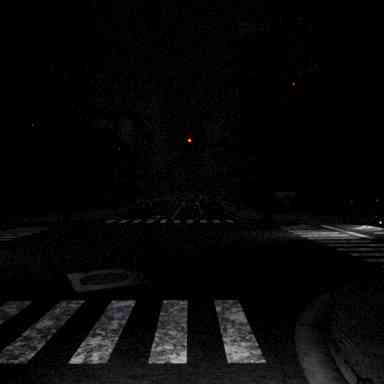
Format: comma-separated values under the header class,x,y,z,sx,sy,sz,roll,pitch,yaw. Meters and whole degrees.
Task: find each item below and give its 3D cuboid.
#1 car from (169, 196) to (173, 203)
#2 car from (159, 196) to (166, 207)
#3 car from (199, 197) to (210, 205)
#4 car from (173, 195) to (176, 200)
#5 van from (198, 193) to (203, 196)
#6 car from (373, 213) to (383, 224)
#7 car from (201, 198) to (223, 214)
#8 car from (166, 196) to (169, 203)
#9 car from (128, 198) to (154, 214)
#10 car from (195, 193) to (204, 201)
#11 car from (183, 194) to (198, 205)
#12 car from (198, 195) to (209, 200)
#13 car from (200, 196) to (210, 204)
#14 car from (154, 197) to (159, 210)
class,x,y,z,sx,sy,sz,roll,pitch,yaw
car,-5.658,1.552,69.251,1.967,1.590,4.097,0,0,0
car,-5.676,1.653,52.718,1.802,1.307,4.206,0,0,0
car,2.361,1.647,63.731,2.008,1.369,4.403,0,0,0
car,-5.646,1.694,80.272,2.008,1.369,4.403,0,0,0
van,2.355,1.424,58.221,1.690,1.788,3.998,0,0,0
car,14.349,1.494,20.716,5.357,1.411,2.033,0,0,-2
car,2.331,1.606,36.177,1.947,1.339,4.313,0,0,0
car,-5.670,1.634,58.229,2.008,1.369,4.403,0,0,0
car,-5.694,1.480,36.187,1.967,1.590,4.097,0,0,0
car,2.022,1.401,90.177,2.150,2.045,5.566,0,0,0
car,-0.277,1.600,63.326,1.837,1.490,4.892,0,0,0
car,2.349,1.637,52.710,1.947,1.339,4.313,0,0,0
car,2.343,1.641,47.200,1.802,1.307,4.206,0,0,0
car,-5.688,1.489,41.697,1.967,1.590,4.097,0,0,0
